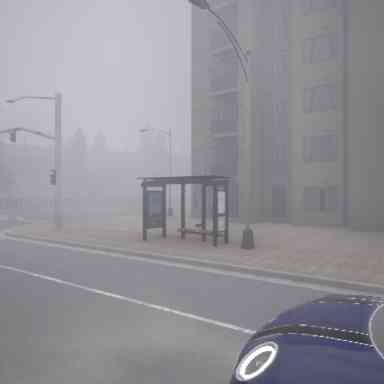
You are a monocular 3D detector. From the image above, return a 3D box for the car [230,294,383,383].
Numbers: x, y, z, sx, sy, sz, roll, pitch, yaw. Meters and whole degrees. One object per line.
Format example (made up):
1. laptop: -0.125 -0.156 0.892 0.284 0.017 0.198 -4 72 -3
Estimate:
1. car: 2.499 1.352 2.201 4.553 1.767 2.097 0 0 35
